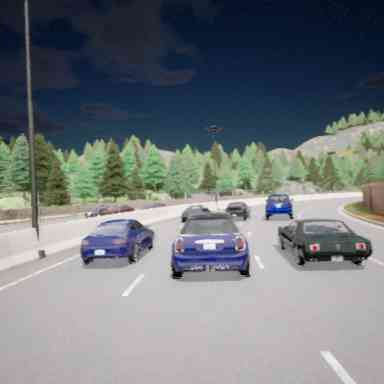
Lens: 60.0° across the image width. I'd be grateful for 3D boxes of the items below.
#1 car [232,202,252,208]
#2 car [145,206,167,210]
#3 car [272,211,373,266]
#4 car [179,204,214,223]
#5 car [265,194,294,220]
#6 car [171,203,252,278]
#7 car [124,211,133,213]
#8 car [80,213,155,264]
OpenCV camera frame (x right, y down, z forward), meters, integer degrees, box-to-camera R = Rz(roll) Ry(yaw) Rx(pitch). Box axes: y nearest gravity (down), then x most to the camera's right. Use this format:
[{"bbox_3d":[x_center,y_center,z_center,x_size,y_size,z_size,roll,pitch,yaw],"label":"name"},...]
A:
[{"bbox_3d":[4.019,1.609,28.824,1.837,1.490,4.892,-3,-1,16],"label":"car"},{"bbox_3d":[-4.243,2.068,38.036,1.837,1.490,4.892,-3,-1,20],"label":"car"},{"bbox_3d":[4.140,1.535,11.249,1.895,1.301,4.718,-2,-1,5],"label":"car"},{"bbox_3d":[0.484,1.818,29.116,1.994,1.385,4.181,-3,-1,16],"label":"car"},{"bbox_3d":[7.469,1.177,28.364,2.150,2.045,5.566,-3,-1,17],"label":"car"},{"bbox_3d":[0.617,1.427,10.641,2.097,1.767,4.553,-2,-1,4],"label":"car"},{"bbox_3d":[-8.296,2.169,36.930,1.882,1.535,5.008,-3,-1,19],"label":"car"},{"bbox_3d":[-2.703,1.759,12.817,1.812,1.442,4.674,-2,-1,5],"label":"car"}]
